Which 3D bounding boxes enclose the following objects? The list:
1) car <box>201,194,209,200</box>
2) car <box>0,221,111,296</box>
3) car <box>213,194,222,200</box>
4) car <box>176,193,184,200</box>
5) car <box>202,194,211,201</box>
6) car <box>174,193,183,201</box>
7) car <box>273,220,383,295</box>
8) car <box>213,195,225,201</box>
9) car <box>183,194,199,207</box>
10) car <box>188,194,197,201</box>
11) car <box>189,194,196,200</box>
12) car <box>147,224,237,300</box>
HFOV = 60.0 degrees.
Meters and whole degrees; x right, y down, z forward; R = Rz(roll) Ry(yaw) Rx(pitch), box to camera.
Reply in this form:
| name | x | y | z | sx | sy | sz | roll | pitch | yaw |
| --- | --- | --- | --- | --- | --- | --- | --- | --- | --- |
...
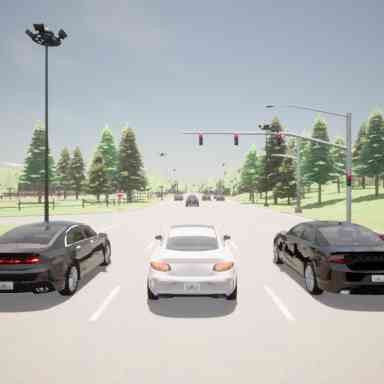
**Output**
| name | x | y | z | sx | sy | sz | roll | pitch | yaw |
| --- | --- | --- | --- | --- | --- | --- | --- | --- | --- |
| car | 3.612 | 1.372 | 93.183 | 2.033 | 1.411 | 5.357 | 0 | 0 | 0 |
| car | -3.479 | 1.505 | 8.646 | 1.837 | 1.490 | 4.892 | 0 | 0 | 0 |
| car | 7.112 | 1.385 | 93.179 | 1.994 | 1.385 | 4.181 | 0 | 0 | 0 |
| car | -3.388 | 1.188 | 93.162 | 2.097 | 1.767 | 4.553 | 0 | 0 | 0 |
| car | 3.600 | 1.348 | 83.150 | 2.097 | 1.767 | 4.553 | 0 | 0 | 0 |
| car | -3.400 | 1.544 | 83.155 | 1.994 | 1.385 | 4.181 | 0 | 0 | 0 |
| car | 3.522 | 1.478 | 8.743 | 1.882 | 1.535 | 5.008 | 0 | 0 | 0 |
| car | 7.100 | 1.517 | 82.759 | 2.128 | 1.511 | 4.902 | 0 | 0 | 0 |
| car | 0.063 | 1.352 | 52.125 | 2.097 | 1.767 | 4.553 | 0 | 0 | 0 |
| car | 0.100 | 1.348 | 83.154 | 2.097 | 1.767 | 4.553 | 0 | 0 | 0 |
| car | 0.112 | 1.332 | 93.188 | 1.837 | 1.490 | 4.892 | 0 | 0 | 0 |
| car | 0.016 | 1.526 | 8.252 | 1.812 | 1.442 | 4.674 | 0 | 0 | 0 |
